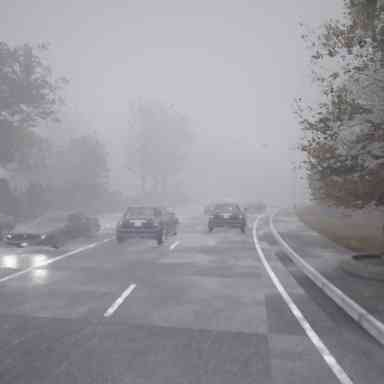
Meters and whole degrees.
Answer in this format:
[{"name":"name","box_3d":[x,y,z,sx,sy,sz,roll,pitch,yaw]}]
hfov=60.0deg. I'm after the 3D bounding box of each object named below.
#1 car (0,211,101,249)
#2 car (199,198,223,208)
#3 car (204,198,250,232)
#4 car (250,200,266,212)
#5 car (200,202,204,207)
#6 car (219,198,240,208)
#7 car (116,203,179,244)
[{"name":"car","box_3d":[-5.951,1.601,15.131,2.033,1.411,5.357,0,0,8]},{"name":"car","box_3d":[3.305,1.826,55.849,2.033,1.411,5.357,-2,-1,27]},{"name":"car","box_3d":[2.270,1.381,20.416,2.097,1.767,4.553,0,0,11]},{"name":"car","box_3d":[7.463,1.631,38.994,1.895,1.301,4.718,-1,0,21]},{"name":"car","box_3d":[2.680,1.656,35.825,1.994,1.385,4.181,-1,0,18]},{"name":"car","box_3d":[6.194,1.711,53.798,1.812,1.442,4.674,-2,-1,27]},{"name":"car","box_3d":[-1.996,1.394,16.208,2.097,1.767,4.553,0,0,8]}]
